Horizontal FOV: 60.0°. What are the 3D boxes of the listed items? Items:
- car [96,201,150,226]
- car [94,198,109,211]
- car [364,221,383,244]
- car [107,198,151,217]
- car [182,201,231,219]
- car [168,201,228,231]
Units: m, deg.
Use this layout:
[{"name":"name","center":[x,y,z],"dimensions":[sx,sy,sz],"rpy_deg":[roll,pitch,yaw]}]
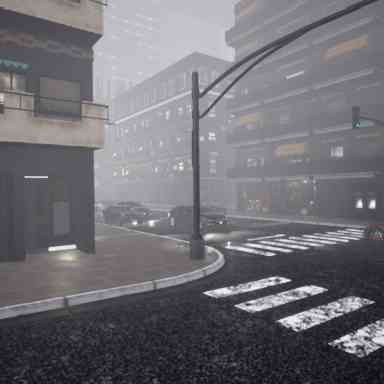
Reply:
[{"name":"car","center":[-5.191,1.630,24.519],"dimensions":[1.947,1.339,4.313],"rpy_deg":[-1,1,-36]},{"name":"car","center":[-11.356,1.566,37.237],"dimensions":[1.812,1.442,4.674],"rpy_deg":[-1,1,-36]},{"name":"car","center":[9.524,1.518,13.477],"dimensions":[1.812,1.442,4.674],"rpy_deg":[0,0,-36]},{"name":"car","center":[-5.309,1.539,28.879],"dimensions":[1.837,1.490,4.892],"rpy_deg":[-1,1,-36]},{"name":"car","center":[1.189,1.510,29.144],"dimensions":[2.008,1.369,4.403],"rpy_deg":[-1,1,-36]},{"name":"car","center":[0.258,1.532,21.201],"dimensions":[1.837,1.490,4.892],"rpy_deg":[-1,1,-36]}]
